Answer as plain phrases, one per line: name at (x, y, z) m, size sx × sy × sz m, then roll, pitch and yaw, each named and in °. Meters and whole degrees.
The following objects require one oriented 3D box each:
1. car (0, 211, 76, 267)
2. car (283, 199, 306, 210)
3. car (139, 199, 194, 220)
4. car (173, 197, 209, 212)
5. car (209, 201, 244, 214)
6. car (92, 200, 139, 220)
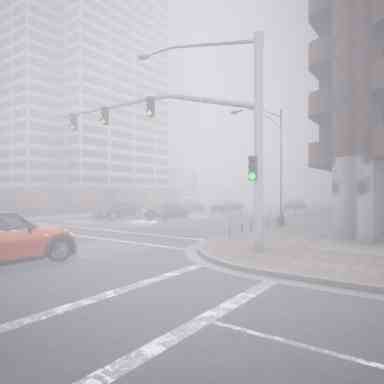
car at (-5.810, 1.352, 9.992) m, size 2.097 × 1.767 × 4.553 m, roll 0°, pitch 0°, yaw 35°
car at (13.541, 1.564, 43.683) m, size 1.994 × 1.385 × 4.181 m, roll 0°, pitch 0°, yaw 35°
car at (-2.049, 1.564, 27.876) m, size 1.994 × 1.385 × 4.181 m, roll 0°, pitch 0°, yaw 35°
car at (-0.440, 1.564, 36.242) m, size 1.994 × 1.385 × 4.181 m, roll 0°, pitch 0°, yaw 35°
car at (3.822, 1.601, 36.212) m, size 1.895 × 1.301 × 4.718 m, roll 0°, pitch 0°, yaw 35°
car at (-6.159, 1.505, 28.115) m, size 1.837 × 1.490 × 4.892 m, roll 0°, pitch 0°, yaw 35°
